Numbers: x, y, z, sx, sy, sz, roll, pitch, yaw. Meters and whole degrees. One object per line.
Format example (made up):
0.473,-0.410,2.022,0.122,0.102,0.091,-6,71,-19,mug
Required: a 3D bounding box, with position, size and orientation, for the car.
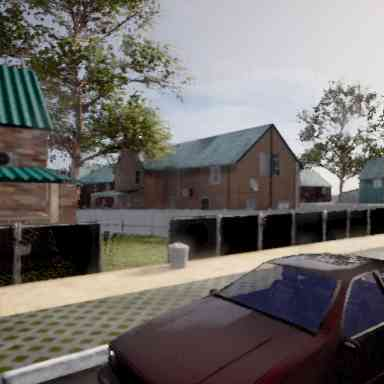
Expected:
1.666,1.565,4.259,5.357,1.411,2.033,0,0,-35,car
